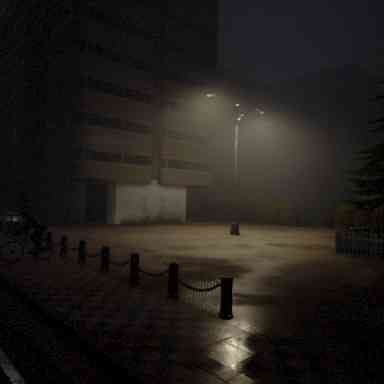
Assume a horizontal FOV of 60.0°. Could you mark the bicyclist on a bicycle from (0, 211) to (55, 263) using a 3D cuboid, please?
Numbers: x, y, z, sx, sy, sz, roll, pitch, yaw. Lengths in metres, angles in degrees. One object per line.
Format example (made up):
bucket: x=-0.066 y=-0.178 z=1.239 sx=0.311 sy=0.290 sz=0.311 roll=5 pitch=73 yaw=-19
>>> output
bicyclist on a bicycle: x=-5.256 y=1.429 z=10.741 sx=1.656 sy=1.620 sz=0.582 roll=2 pitch=-2 yaw=-42
